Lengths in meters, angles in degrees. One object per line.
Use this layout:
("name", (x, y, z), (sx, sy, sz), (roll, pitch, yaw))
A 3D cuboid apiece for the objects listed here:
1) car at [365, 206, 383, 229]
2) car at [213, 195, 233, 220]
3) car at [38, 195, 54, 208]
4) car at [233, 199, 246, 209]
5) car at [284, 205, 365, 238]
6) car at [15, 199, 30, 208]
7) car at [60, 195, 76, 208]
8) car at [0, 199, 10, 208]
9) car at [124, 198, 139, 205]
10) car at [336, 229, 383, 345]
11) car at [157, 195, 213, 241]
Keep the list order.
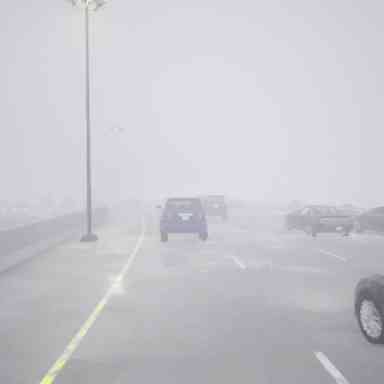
("car", (9.892, 1.393, 16.407), (1.837, 1.490, 4.892), (0, 0, -5))
("car", (1.377, 1.226, 27.882), (2.150, 2.045, 5.566), (0, 0, -9))
("car", (-24.916, 1.579, 56.858), (2.150, 2.045, 5.566), (-1, 0, -21))
("car", (5.383, 1.565, 43.877), (1.895, 1.301, 4.718), (-1, 0, -14))
("car", (6.317, 1.425, 17.223), (2.128, 1.511, 4.902), (-1, 0, -5))
("car", (-28.013, 1.863, 55.124), (1.882, 1.535, 5.008), (-1, 0, -21))
("car", (-20.403, 1.538, 54.892), (2.150, 2.045, 5.566), (-1, 0, -20))
("car", (-32.558, 1.943, 57.096), (1.837, 1.490, 4.892), (0, 0, -23))
("car", (-11.342, 1.738, 61.919), (2.033, 1.411, 5.357), (-1, 0, -24))
("car", (3.536, 1.464, 3.426), (1.837, 1.490, 4.892), (0, 0, -1))
("car", (-0.603, 1.241, 17.214), (2.150, 2.045, 5.566), (0, 0, -7))
